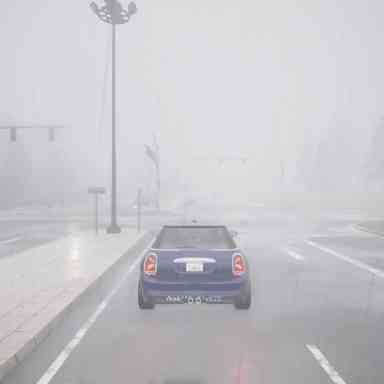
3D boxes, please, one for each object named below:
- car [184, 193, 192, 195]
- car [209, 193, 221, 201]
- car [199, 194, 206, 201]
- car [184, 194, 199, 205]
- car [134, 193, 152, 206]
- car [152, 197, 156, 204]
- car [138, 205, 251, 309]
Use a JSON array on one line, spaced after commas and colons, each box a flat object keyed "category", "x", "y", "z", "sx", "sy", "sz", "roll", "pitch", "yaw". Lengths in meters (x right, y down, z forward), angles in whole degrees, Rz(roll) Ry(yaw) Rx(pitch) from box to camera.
[{"category": "car", "x": -0.779, "y": 1.489, "z": 85.331, "sx": 1.837, "sy": 1.490, "sz": 4.892, "roll": 0, "pitch": 0, "yaw": -1}, {"category": "car", "x": 6.226, "y": 1.215, "z": 85.128, "sx": 2.150, "sy": 2.045, "sz": 5.566, "roll": 0, "pitch": 0, "yaw": -1}, {"category": "car", "x": 2.720, "y": 1.513, "z": 85.394, "sx": 1.812, "sy": 1.442, "sz": 4.674, "roll": 0, "pitch": 0, "yaw": -1}, {"category": "car", "x": -0.245, "y": 1.526, "z": 54.827, "sx": 1.812, "sy": 1.442, "sz": 4.674, "roll": 0, "pitch": 0, "yaw": -1}, {"category": "car", "x": -8.344, "y": 1.352, "z": 55.657, "sx": 2.097, "sy": 1.767, "sz": 4.553, "roll": 0, "pitch": 0, "yaw": -1}, {"category": "car", "x": -8.466, "y": 1.564, "z": 65.603, "sx": 1.994, "sy": 1.385, "sz": 4.181, "roll": 0, "pitch": 0, "yaw": 0}, {"category": "car", "x": 0.058, "y": 1.352, "z": 8.008, "sx": 2.097, "sy": 1.767, "sz": 4.553, "roll": 0, "pitch": 0, "yaw": 0}]
